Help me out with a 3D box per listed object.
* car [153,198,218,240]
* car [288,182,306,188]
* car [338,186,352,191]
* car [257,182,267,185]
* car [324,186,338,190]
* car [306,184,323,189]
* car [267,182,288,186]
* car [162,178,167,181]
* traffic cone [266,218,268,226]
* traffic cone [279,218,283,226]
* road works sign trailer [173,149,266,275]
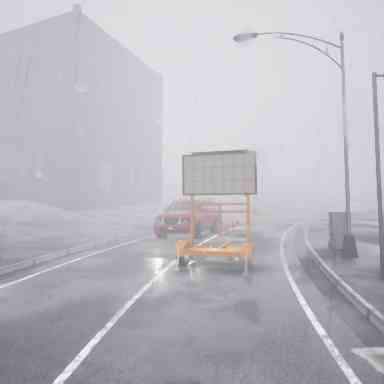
[{"bbox_3d":[-0.138,1.369,18.176,2.150,2.045,5.566,-2,-1,19],"label":"car"},{"bbox_3d":[22.956,-1.442,76.236,4.553,1.767,2.185,2,-5,-27],"label":"car"},{"bbox_3d":[37.436,-0.646,84.451,4.892,1.521,2.231,3,-5,-31],"label":"car"},{"bbox_3d":[13.055,-1.678,71.281,4.674,1.452,2.002,2,-5,-25],"label":"car"},{"bbox_3d":[32.784,-0.834,81.674,4.674,1.452,2.002,3,-5,-30],"label":"car"},{"bbox_3d":[27.987,-1.066,78.952,4.792,1.488,2.163,2,-5,-28],"label":"car"},{"bbox_3d":[18.043,-1.521,73.708,5.008,1.535,2.097,2,-5,-26],"label":"car"},{"bbox_3d":[-7.065,-2.465,62.396,4.553,1.767,2.185,2,-5,-24],"label":"car"},{"bbox_3d":[5.147,2.081,23.020,0.340,0.580,0.340,-2,-1,17],"label":"traffic cone"},{"bbox_3d":[6.102,2.049,22.734,0.340,0.580,0.340,-2,-1,17],"label":"traffic cone"},{"bbox_3d":[0.920,0.493,10.681,2.380,3.560,2.880,-1,0,18],"label":"road works sign trailer"}]
